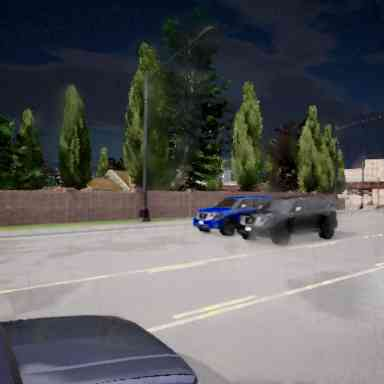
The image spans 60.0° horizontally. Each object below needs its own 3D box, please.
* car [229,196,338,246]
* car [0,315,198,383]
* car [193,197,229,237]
[{"bbox_3d":[4.661,1.233,15.799,5.566,2.045,2.150,0,0,-35],"label":"car"},{"bbox_3d":[-2.480,1.546,1.978,5.357,1.411,2.033,0,0,-36],"label":"car"},{"bbox_3d":[2.725,1.227,18.715,5.566,2.045,2.150,0,0,-35],"label":"car"}]
